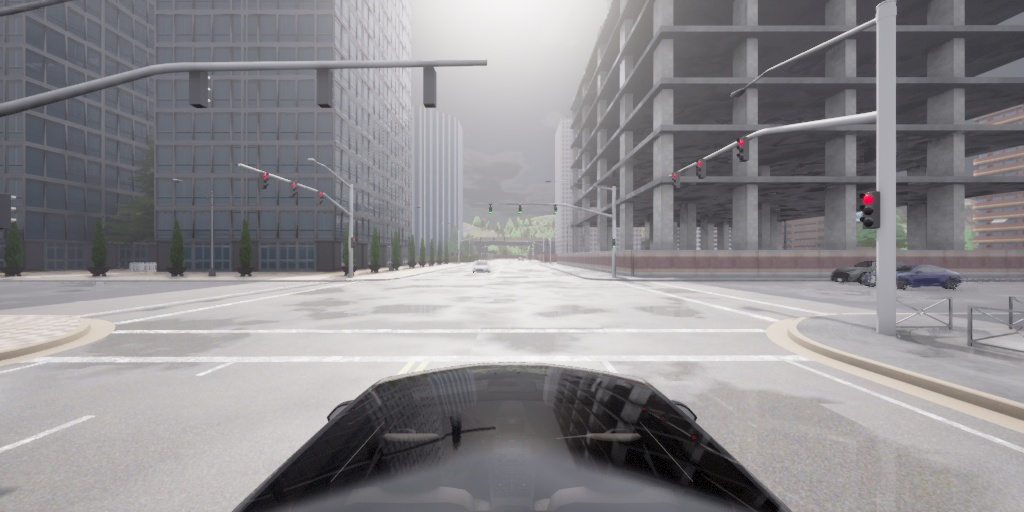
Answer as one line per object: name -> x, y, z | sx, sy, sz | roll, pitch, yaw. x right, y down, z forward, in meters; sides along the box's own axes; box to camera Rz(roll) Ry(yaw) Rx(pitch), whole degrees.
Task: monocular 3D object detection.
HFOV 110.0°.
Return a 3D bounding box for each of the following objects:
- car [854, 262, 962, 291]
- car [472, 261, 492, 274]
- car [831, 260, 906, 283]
car -> 23.342, 1.220, 20.982 | 4.674, 1.442, 1.812 | 0, 0, -1
car -> -3.479, 1.329, 41.637 | 1.812, 1.442, 4.674 | 0, 1, 0
car -> 24.641, 1.047, 24.505 | 4.553, 1.767, 2.097 | 0, 0, 0
